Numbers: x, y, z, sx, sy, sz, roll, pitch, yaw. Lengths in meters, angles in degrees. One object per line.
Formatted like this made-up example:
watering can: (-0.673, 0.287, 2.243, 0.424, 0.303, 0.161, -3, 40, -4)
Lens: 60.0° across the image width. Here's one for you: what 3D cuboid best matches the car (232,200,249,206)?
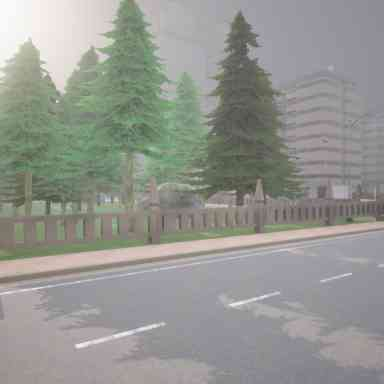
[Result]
car: (7.291, 1.529, 49.828, 1.812, 1.442, 4.674, 0, 0, -36)
